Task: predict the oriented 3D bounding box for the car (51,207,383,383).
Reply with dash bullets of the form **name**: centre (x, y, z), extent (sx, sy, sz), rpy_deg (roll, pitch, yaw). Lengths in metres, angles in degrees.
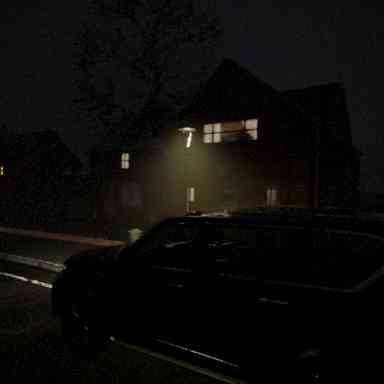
- **car**: centre (0.480, 1.224, 4.421), extent (5.566, 2.045, 2.150), rpy_deg (0, 0, 35)
